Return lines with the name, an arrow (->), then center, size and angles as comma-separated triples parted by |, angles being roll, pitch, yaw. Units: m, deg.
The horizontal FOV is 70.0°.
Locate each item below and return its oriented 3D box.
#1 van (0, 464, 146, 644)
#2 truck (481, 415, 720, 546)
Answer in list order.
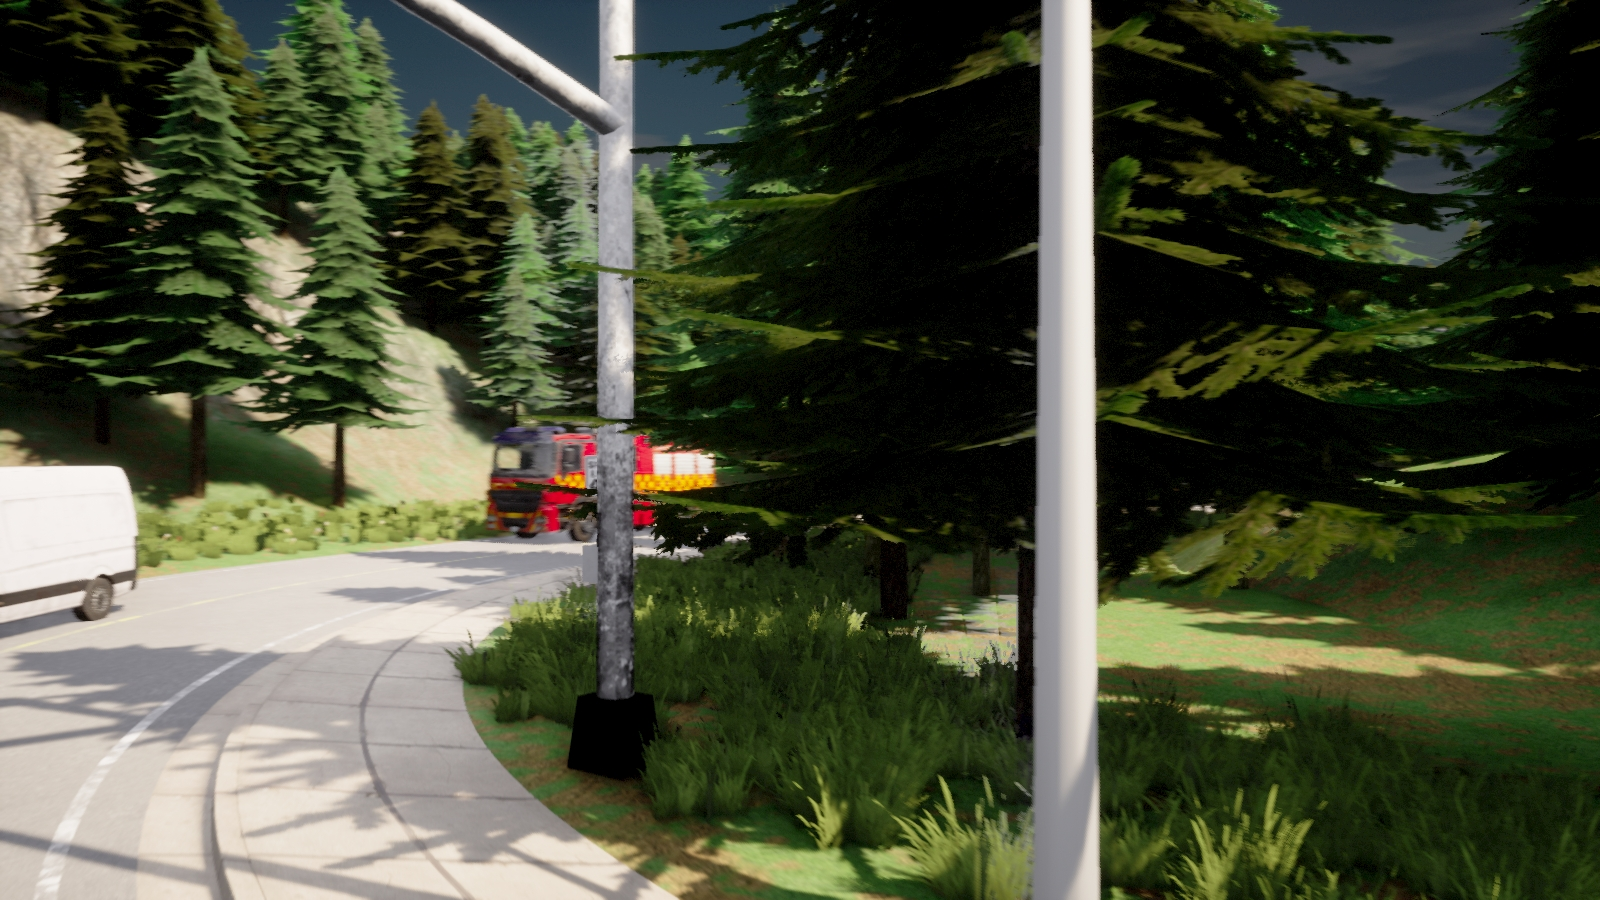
van -> -12.533, 1.520, 17.156 | 1.988, 2.561, 5.915 | 0, 0, 1
truck -> -6.297, 0.913, 37.800 | 2.891, 3.827, 8.468 | 0, 0, 32
